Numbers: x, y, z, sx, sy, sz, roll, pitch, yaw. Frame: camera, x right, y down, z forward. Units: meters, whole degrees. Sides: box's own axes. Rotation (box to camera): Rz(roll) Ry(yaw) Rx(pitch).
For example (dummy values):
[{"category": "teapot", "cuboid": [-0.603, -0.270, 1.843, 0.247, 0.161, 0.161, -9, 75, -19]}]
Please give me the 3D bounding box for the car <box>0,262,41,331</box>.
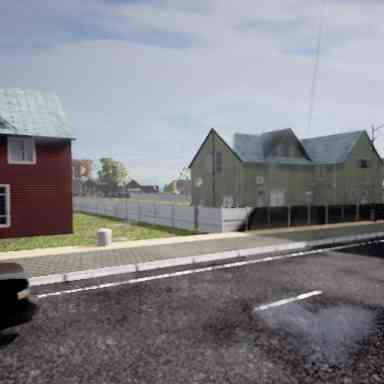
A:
[{"category": "car", "cuboid": [-4.899, 1.536, 4.185, 5.357, 1.411, 2.033, 0, 0, -35]}]
